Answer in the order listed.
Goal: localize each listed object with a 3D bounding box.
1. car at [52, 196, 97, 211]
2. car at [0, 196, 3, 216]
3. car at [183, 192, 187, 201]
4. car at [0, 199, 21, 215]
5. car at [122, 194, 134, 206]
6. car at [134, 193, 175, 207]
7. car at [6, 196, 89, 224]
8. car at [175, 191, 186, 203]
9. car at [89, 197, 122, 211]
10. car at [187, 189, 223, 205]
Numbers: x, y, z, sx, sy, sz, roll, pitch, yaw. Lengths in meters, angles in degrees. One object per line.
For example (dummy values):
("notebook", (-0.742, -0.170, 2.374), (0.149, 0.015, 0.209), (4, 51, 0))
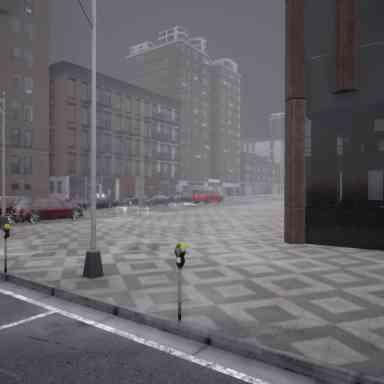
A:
("car", (-12.724, 1.196, 36.199), (1.994, 1.385, 4.181), (0, 1, 34))
("car", (-15.246, 1.125, 27.090), (2.097, 1.767, 4.553), (0, 1, 36))
("car", (1.128, 0.952, 49.808), (1.994, 1.385, 4.181), (0, 1, 36))
("car", (-17.829, 1.356, 29.066), (1.895, 1.301, 4.718), (0, 1, 36))
("car", (-7.562, 1.015, 43.341), (1.837, 1.490, 4.892), (0, 1, 36))
("car", (-4.695, 1.047, 41.765), (1.812, 1.442, 4.674), (0, 1, 36))
("car", (-9.881, 1.161, 23.077), (2.097, 1.767, 4.553), (0, 1, 36))
("car", (-1.870, 0.731, 51.219), (2.097, 1.767, 4.553), (0, 1, 36))
("car", (-10.001, 1.248, 34.388), (1.895, 1.301, 4.718), (0, 1, 36))
("car", (2.151, 0.666, 45.386), (2.150, 2.045, 5.566), (0, 1, 36))
